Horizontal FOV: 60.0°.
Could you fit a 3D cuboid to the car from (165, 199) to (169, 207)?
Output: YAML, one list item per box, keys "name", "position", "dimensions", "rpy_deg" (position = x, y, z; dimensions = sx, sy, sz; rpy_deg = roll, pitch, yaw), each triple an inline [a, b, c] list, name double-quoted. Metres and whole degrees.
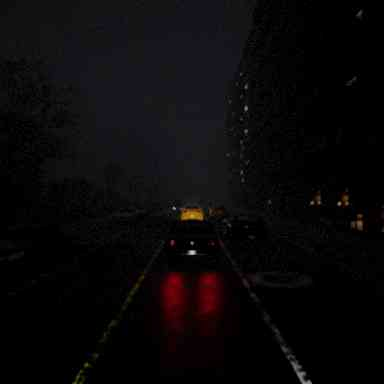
- name: "car"
  position: [-5.273, 2.149, 66.101]
  dimensions: [1.967, 1.590, 4.097]
  rpy_deg: [1, -1, 0]

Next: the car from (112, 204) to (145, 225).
- name: "car"
  position: [-5.293, 1.817, 27.179]
  dimensions: [1.752, 1.417, 4.829]
  rpy_deg: [1, -1, 0]

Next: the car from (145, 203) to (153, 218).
- name: "car"
  position: [-5.290, 1.876, 32.714]
  dimensions: [1.752, 1.417, 4.829]
  rpy_deg: [1, -1, 0]

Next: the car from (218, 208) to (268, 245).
- name: "car"
  position: [2.582, 1.728, 16.467]
  dimensions: [2.008, 1.369, 4.403]
  rpy_deg: [1, -1, 0]

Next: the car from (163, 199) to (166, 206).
- name: "car"
  position: [-5.283, 2.113, 49.492]
  dimensions: [1.802, 1.307, 4.206]
  rpy_deg: [1, -1, 0]

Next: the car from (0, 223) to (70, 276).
- name: "car"
  position: [-5.302, 1.698, 10.740]
  dimensions: [1.802, 1.307, 4.206]
  rpy_deg: [1, -1, 0]

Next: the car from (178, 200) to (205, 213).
- name: "car"
  position: [0.036, 1.791, 29.259]
  dimensions: [1.882, 1.535, 5.008]
  rpy_deg: [0, 0, 0]

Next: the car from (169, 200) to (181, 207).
- name: "car"
  position: [-2.728, 2.243, 64.991]
  dimensions: [2.033, 1.411, 5.357]
  rpy_deg: [0, -1, 0]

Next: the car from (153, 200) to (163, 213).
- name: "car"
  position: [-5.286, 2.053, 43.956]
  dimensions: [1.802, 1.307, 4.206]
  rpy_deg: [1, -1, 0]

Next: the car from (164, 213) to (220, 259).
- name: "car"
  position: [0.019, 1.744, 13.261]
  dimensions: [1.895, 1.301, 4.718]
  rpy_deg: [0, -1, 0]

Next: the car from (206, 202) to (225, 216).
- name: "car"
  position: [2.590, 1.882, 33.271]
  dimensions: [1.752, 1.417, 4.829]
  rpy_deg: [1, -1, 0]

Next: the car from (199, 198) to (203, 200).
- name: "car"
  position: [2.616, 2.531, 88.546]
  dimensions: [1.802, 1.307, 4.206]
  rpy_deg: [1, -1, 0]
